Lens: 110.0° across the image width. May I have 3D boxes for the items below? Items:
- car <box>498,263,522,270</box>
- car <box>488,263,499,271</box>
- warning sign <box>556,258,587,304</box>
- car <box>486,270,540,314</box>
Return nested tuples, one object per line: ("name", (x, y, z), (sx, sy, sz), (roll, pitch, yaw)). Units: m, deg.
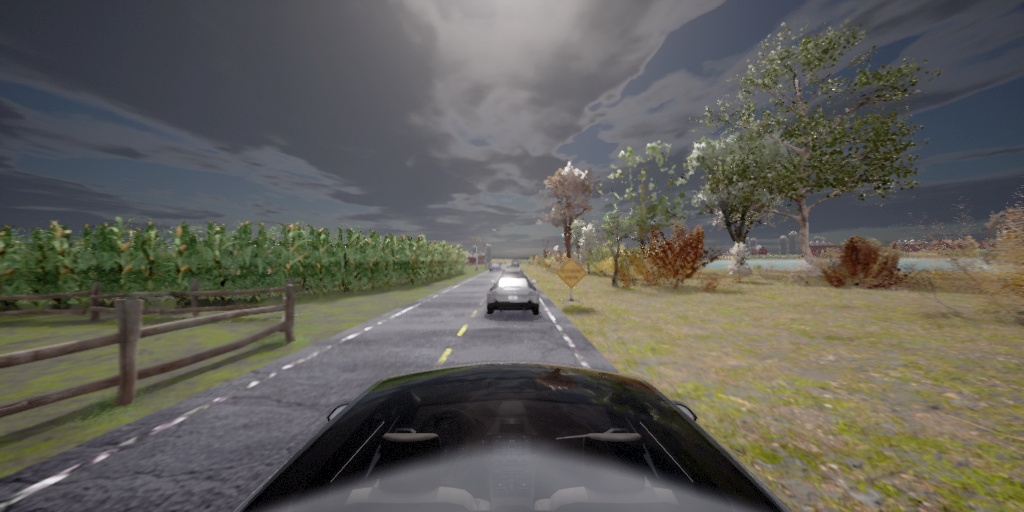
("car", (0.055, 1.542, 29.240), (1.837, 1.490, 4.892), (0, 0, 1))
("car", (-2.781, 1.915, 59.875), (1.812, 1.442, 4.674), (0, -1, 1))
("warning sign", (2.453, 0.997, 14.836), (1.300, 1.860, 1.060), (0, 0, 0))
("car", (0.053, 1.443, 14.528), (1.994, 1.385, 4.181), (0, 0, 1))
